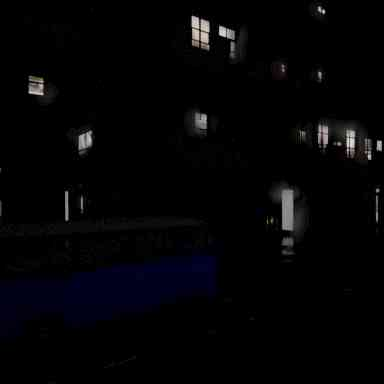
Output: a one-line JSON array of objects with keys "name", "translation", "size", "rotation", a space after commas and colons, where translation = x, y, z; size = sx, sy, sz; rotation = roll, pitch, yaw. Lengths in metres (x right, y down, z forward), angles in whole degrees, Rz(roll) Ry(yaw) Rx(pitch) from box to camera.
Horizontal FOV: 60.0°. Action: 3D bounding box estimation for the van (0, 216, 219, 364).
[{"name": "van", "translation": [-1.416, 1.341, 5.555], "size": [3.998, 1.788, 1.690], "rotation": [0, 0, -35]}]
